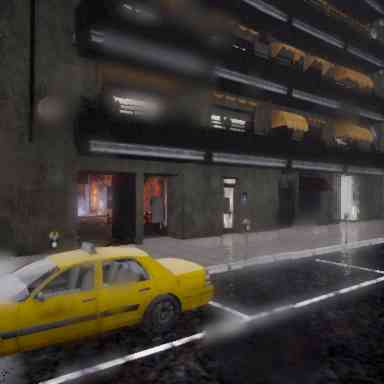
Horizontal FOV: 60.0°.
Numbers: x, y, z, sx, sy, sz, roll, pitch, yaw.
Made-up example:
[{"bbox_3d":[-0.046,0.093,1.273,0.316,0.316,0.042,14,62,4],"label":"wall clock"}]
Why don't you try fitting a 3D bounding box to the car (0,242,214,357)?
[{"bbox_3d":[-1.882,1.522,5.207,4.829,1.417,1.752,0,0,-35],"label":"car"}]
